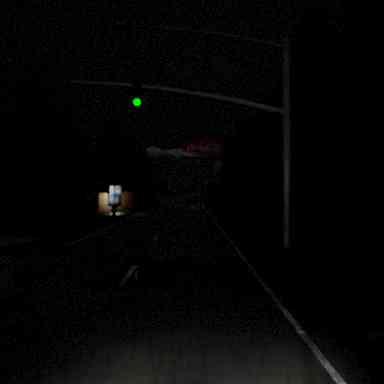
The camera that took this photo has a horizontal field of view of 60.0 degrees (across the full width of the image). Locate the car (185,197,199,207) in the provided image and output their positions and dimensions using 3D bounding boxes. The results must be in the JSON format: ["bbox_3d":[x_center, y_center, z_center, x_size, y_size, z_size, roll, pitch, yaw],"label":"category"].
[{"bbox_3d":[0.012,1.498,51.907,1.837,1.490,4.892,0,0,0],"label":"car"}]

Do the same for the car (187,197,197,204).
[{"bbox_3d":[0.014,1.593,62.322,1.895,1.301,4.718,0,0,0],"label":"car"}]
